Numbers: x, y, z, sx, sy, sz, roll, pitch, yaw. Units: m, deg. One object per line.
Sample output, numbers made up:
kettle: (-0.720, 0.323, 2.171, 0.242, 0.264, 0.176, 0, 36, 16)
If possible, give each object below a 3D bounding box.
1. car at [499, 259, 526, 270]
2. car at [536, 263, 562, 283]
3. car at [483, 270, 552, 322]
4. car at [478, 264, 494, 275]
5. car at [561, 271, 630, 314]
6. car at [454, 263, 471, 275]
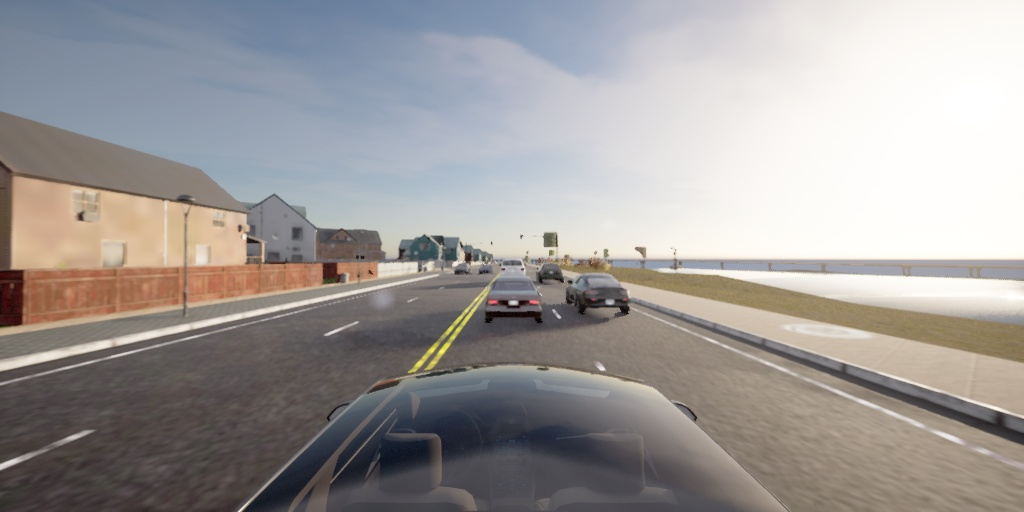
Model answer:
car: (0.068, 1.276, 31.610, 2.150, 2.045, 5.566, 0, -1, 0)
car: (3.313, 1.416, 32.325, 2.097, 1.767, 4.553, 0, -1, 0)
car: (0.058, 1.407, 12.726, 2.033, 1.411, 5.357, 0, -1, 0)
car: (-3.365, 1.794, 47.661, 1.994, 1.385, 4.181, 0, -1, 0)
car: (3.317, 1.403, 14.395, 1.812, 1.442, 4.674, 0, -1, 0)
car: (-6.613, 1.741, 48.213, 1.837, 1.490, 4.892, 0, -1, 0)
